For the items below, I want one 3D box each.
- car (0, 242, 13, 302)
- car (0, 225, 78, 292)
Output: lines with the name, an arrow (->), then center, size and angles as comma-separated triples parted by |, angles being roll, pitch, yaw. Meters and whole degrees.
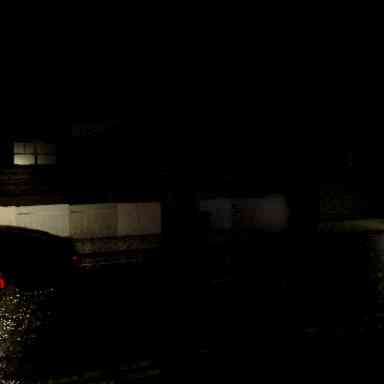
car -> -5.184, 1.655, 4.316 | 4.718, 1.301, 1.895 | -1, 1, -20
car -> -5.138, 1.549, 7.803 | 4.674, 1.442, 1.812 | -1, 1, -20
